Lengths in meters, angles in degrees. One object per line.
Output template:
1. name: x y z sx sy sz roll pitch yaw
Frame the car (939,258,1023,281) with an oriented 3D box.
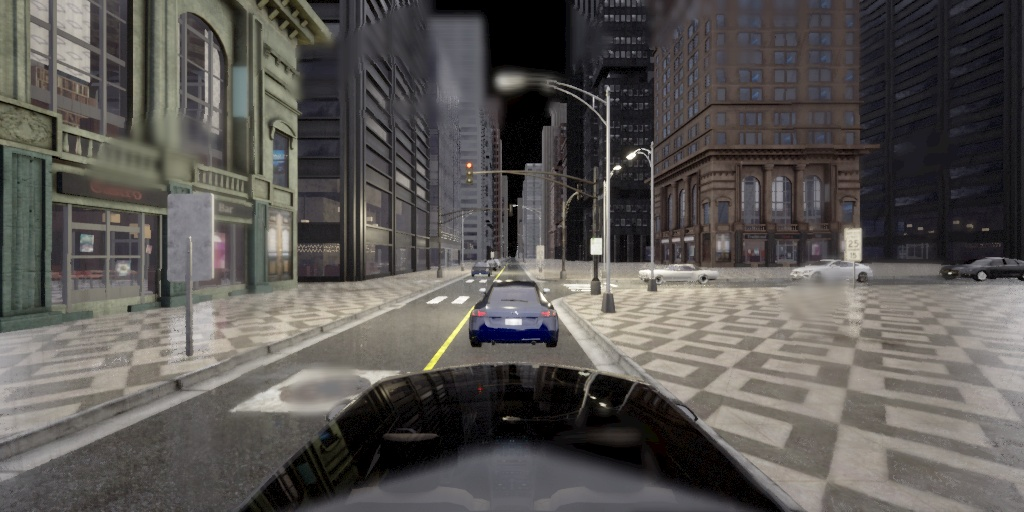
1. car: 31.637 0.874 23.906 4.892 1.490 1.837 -1 0 0

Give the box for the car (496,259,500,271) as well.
1. car: -2.948 1.232 47.177 1.882 1.535 5.008 0 0 0

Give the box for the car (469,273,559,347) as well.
1. car: 0.063 1.314 9.312 1.994 1.385 4.181 0 0 1

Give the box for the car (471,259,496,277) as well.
1. car: -2.987 1.299 36.364 2.033 1.411 5.357 0 0 0

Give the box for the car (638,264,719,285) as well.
1. car: 10.969 1.205 23.969 4.718 1.301 1.895 -1 0 0

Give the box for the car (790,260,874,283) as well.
1. car: 21.306 1.009 23.941 4.674 1.442 1.812 -1 0 0
